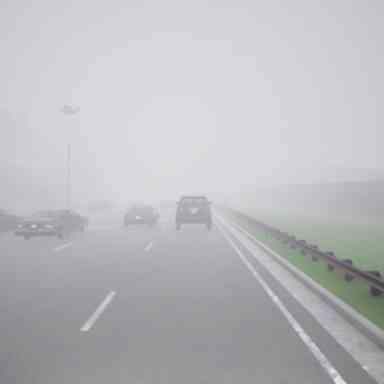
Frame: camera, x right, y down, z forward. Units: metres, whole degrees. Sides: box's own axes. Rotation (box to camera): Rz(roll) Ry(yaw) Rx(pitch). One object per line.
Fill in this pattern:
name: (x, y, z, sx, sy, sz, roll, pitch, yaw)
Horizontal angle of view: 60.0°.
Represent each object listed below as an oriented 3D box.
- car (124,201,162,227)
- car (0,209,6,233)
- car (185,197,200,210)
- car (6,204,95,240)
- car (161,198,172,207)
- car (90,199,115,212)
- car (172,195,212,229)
car: (-3.406, 1.557, 22.932, 1.994, 1.385, 4.181, 0, 0, 0)
car: (-10.404, 1.542, 17.015, 2.033, 1.411, 5.357, 0, 0, 0)
car: (0.063, 1.493, 45.086, 1.837, 1.490, 4.892, 0, 1, 0)
car: (-6.904, 1.542, 17.021, 2.033, 1.411, 5.357, 0, 0, 0)
car: (-3.428, 1.549, 46.943, 1.994, 1.385, 4.181, 0, 0, 0)
car: (-10.489, 1.536, 38.721, 2.033, 1.411, 5.357, 0, 0, 0)
car: (0.095, 1.215, 21.613, 2.150, 2.045, 5.566, 0, 0, 0)
